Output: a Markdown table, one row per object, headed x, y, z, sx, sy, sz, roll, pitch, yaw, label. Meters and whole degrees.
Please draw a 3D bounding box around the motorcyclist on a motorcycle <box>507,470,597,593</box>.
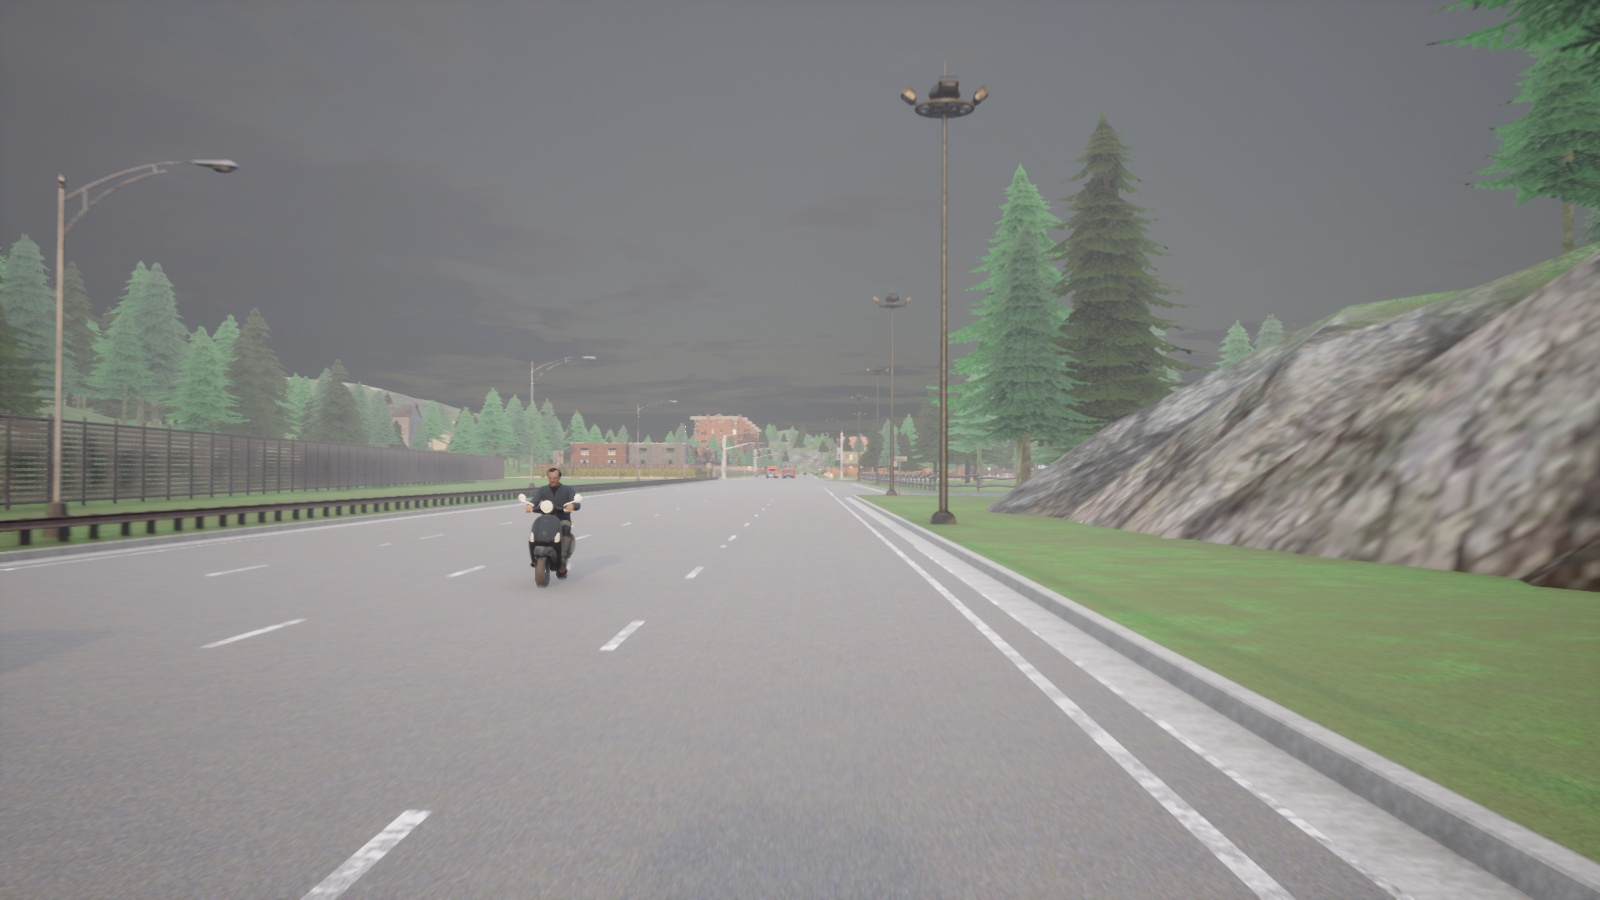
| x | y | z | sx | sy | sz | roll | pitch | yaw | label |
| --- | --- | --- | --- | --- | --- | --- | --- | --- | --- |
| -3.361 | 1.068 | 17.191 | 0.866 | 1.590 | 1.817 | 0 | -1 | 0 | motorcyclist on a motorcycle |
